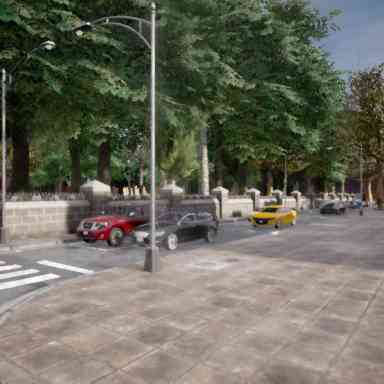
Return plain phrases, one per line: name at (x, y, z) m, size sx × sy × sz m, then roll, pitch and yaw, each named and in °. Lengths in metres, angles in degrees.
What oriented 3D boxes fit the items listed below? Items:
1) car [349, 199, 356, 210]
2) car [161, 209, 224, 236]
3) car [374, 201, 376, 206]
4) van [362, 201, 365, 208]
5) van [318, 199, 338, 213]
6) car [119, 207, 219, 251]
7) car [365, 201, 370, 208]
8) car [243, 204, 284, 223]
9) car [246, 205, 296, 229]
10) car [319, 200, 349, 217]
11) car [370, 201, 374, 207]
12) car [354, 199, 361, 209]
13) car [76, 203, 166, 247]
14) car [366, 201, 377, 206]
car at (25.622, 2.316, 55.946) m, size 2.008 × 1.369 × 4.403 m, roll -1°, pitch -1°, yaw 36°
car at (0.133, 1.786, 20.582) m, size 1.802 × 1.307 × 4.206 m, roll -1°, pitch -1°, yaw 36°
car at (41.276, 2.703, 77.678) m, size 2.008 × 1.369 × 4.403 m, roll -1°, pitch -1°, yaw 36°
van at (31.994, 2.260, 64.790) m, size 1.690 × 1.788 × 3.998 m, roll -1°, pitch -1°, yaw 36°
van at (19.249, 1.958, 47.109) m, size 1.690 × 1.788 × 3.998 m, roll -1°, pitch -1°, yaw 36°
car at (-0.630, 1.643, 15.170) m, size 2.128 × 1.511 × 4.902 m, roll 0°, pitch -1°, yaw 36°
car at (35.081, 2.521, 69.069) m, size 1.752 × 1.417 × 4.829 m, roll -1°, pitch -1°, yaw 36°
car at (6.405, 1.859, 29.286) m, size 1.752 × 1.417 × 4.829 m, roll -1°, pitch -1°, yaw 36°
car at (6.129, 1.766, 24.546) m, size 1.882 × 1.535 × 5.008 m, roll 0°, pitch 0°, yaw 36°
car at (16.561, 1.990, 38.929) m, size 1.882 × 1.535 × 5.008 m, roll 0°, pitch -1°, yaw 36°
car at (38.367, 2.644, 73.627) m, size 1.947 × 1.339 × 4.313 m, roll -1°, pitch -1°, yaw 36°
car at (28.808, 2.407, 60.365) m, size 1.947 × 1.339 × 4.313 m, roll -1°, pitch -1°, yaw 36°
car at (-3.054, 1.455, 16.166) m, size 2.192 × 1.841 × 5.009 m, roll -1°, pitch -1°, yaw 36°
car at (44.349, 2.813, 81.975) m, size 1.802 × 1.307 × 4.206 m, roll -1°, pitch -1°, yaw 36°
